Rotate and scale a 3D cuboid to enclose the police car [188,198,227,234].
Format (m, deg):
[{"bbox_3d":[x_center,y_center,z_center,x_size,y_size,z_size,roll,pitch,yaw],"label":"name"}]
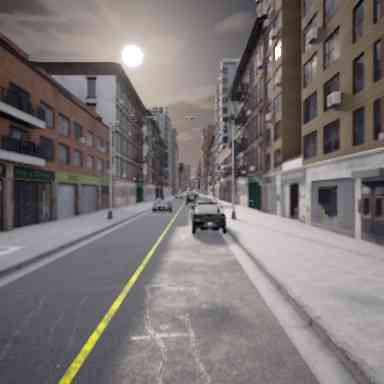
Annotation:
[{"bbox_3d":[0.907,1.389,19.301,1.930,1.638,5.238,0,0,0],"label":"police car"}]

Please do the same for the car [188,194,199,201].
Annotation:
[{"bbox_3d":[0.910,1.293,29.162,2.097,1.767,4.553,0,0,0],"label":"car"}]

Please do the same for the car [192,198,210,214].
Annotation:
[{"bbox_3d":[0.912,1.453,35.191,1.812,1.442,4.674,0,0,0],"label":"car"}]

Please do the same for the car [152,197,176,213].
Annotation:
[{"bbox_3d":[-3.080,1.491,35.396,1.994,1.385,4.181,0,0,0],"label":"car"}]

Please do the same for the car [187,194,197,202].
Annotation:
[{"bbox_3d":[0.024,1.209,70.928,2.128,1.511,4.902,0,0,0],"label":"car"}]

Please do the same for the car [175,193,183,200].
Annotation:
[{"bbox_3d":[-2.975,0.988,75.852,1.882,1.535,5.008,0,0,0],"label":"car"}]

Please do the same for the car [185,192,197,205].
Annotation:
[{"bbox_3d":[0.019,1.089,55.957,2.150,2.045,5.566,0,0,0],"label":"car"}]
